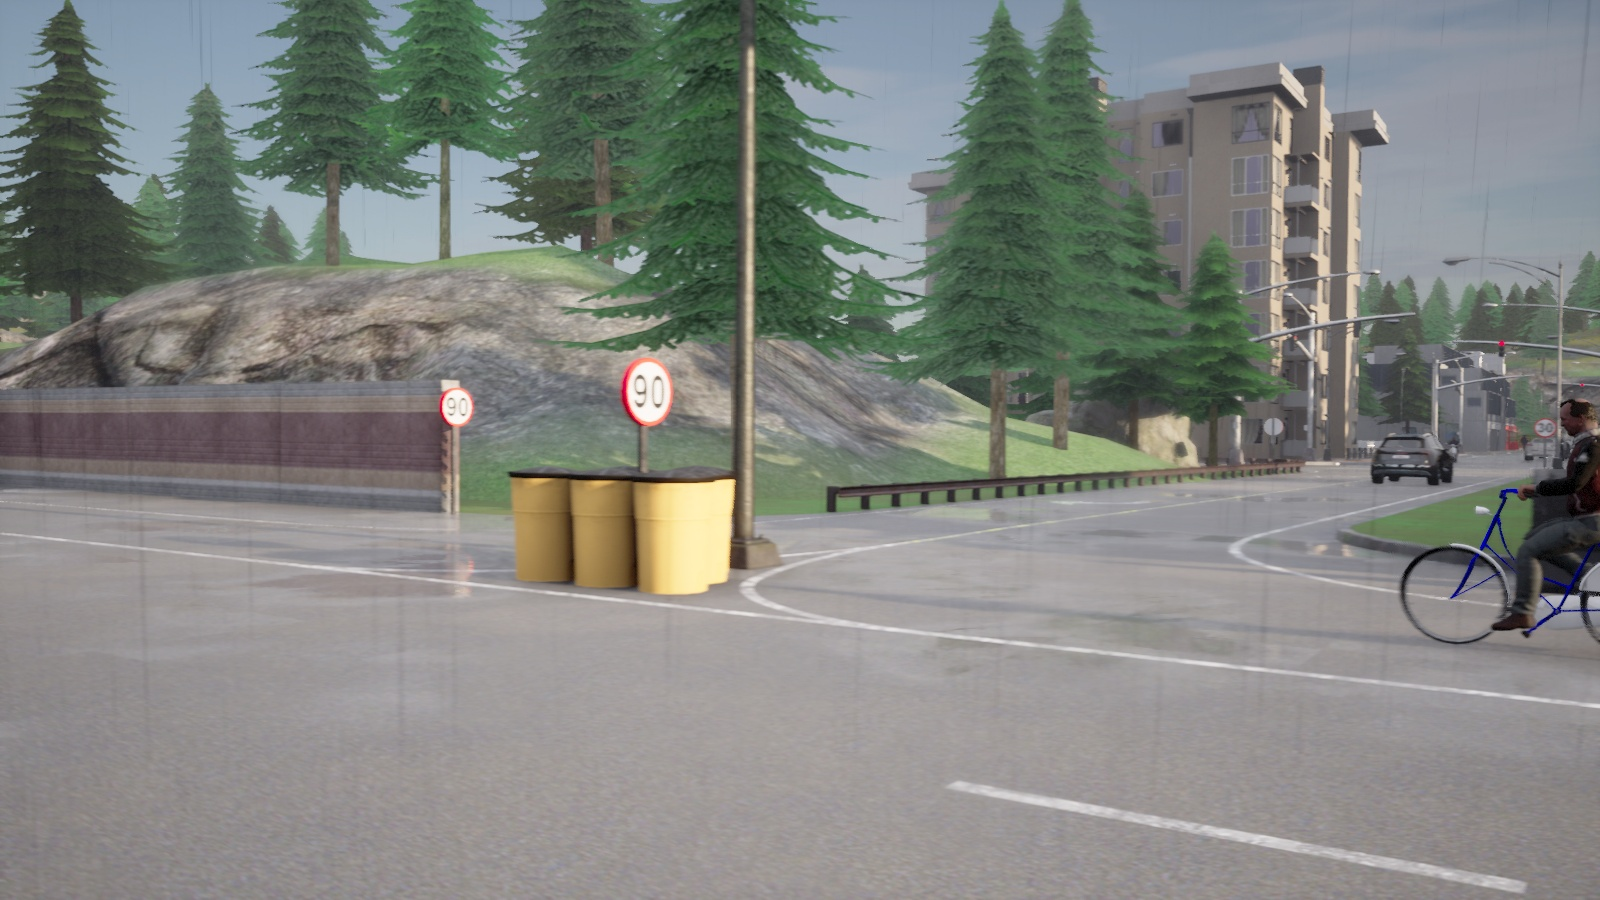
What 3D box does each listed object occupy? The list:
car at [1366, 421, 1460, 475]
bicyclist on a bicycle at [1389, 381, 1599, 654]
[{"bbox_3d":[19.903,-0.094,40.685,2.033,1.649,4.856,0,1,34],"label":"car"},{"bbox_3d":[5.127,0.437,8.646,1.843,1.776,0.659,0,1,35],"label":"bicyclist on a bicycle"}]
